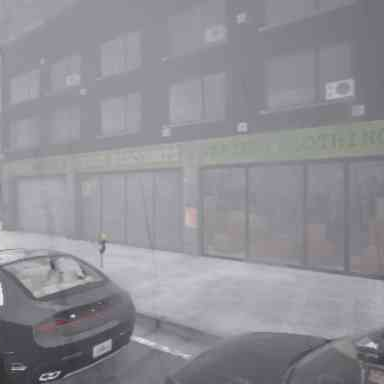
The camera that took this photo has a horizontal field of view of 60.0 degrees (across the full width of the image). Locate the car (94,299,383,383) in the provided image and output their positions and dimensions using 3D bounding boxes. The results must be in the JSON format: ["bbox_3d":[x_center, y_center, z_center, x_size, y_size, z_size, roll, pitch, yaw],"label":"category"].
[{"bbox_3d":[1.708,1.543,1.877,4.403,1.369,2.008,0,0,35],"label":"car"}]

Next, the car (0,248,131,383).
[{"bbox_3d":[-2.807,1.551,5.059,4.403,1.369,2.008,0,0,35],"label":"car"}]
